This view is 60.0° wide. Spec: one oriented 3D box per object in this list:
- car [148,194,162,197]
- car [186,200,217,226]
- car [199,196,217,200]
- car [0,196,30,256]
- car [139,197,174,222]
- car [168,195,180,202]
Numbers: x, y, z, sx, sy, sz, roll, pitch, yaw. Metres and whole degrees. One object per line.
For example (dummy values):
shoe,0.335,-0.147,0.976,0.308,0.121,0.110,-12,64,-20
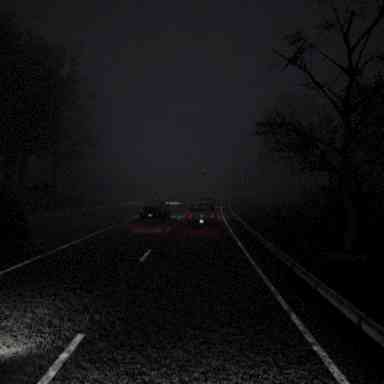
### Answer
car,-6.698,1.092,60.620,1.837,1.490,4.892,0,0,7
car,0.678,1.450,22.095,1.895,1.301,4.718,0,0,3
car,1.832,1.235,39.661,1.837,1.490,4.892,0,0,5
car,-6.958,1.151,9.744,2.150,2.045,5.566,0,0,1
car,-2.696,1.356,24.615,1.812,1.442,4.674,0,0,3
car,-3.295,1.157,59.609,1.994,1.385,4.181,0,0,8
